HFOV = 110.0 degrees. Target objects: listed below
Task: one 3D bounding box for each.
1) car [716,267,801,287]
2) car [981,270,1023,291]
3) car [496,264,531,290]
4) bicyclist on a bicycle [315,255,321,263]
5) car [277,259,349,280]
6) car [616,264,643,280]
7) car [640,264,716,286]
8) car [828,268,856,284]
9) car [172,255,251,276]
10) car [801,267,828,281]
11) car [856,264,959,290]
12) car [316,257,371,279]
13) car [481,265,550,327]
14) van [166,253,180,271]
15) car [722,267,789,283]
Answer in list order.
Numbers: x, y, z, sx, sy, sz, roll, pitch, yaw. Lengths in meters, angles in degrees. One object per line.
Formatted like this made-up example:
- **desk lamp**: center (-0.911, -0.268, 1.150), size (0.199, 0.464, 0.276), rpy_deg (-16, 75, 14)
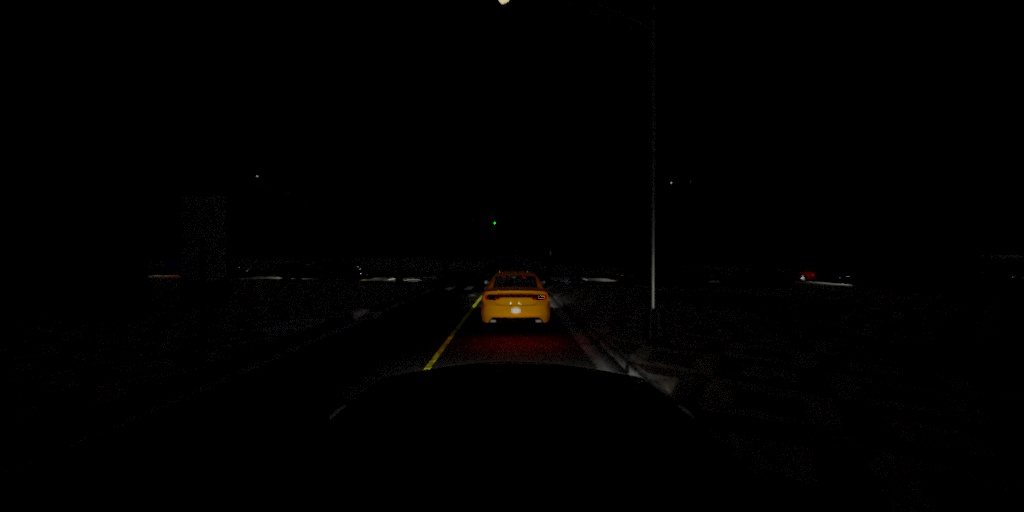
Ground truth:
- **car**: center (17.943, 1.545, 26.361), size (4.829, 1.417, 1.751), rpy_deg (0, 0, 0)
- **car**: center (34.704, 1.838, 26.356), size (4.507, 1.381, 1.888), rpy_deg (0, 0, 0)
- **car**: center (0.102, 1.274, 23.732), size (2.033, 1.411, 5.357), rpy_deg (0, 0, 0)
- **bicyclist on a bicycle**: center (-20.487, 0.743, 37.769), size (0.582, 1.620, 1.656), rpy_deg (1, 0, 0)
- **car**: center (-14.776, 1.091, 26.274), size (4.403, 1.370, 2.007), rpy_deg (0, 0, 0)
- **car**: center (11.887, 1.425, 32.220), size (4.892, 1.490, 1.837), rpy_deg (1, 0, 0)
- **car**: center (12.131, 1.499, 26.362), size (4.313, 1.339, 1.948), rpy_deg (0, 0, 0)
- **car**: center (31.871, 1.742, 32.204), size (4.892, 1.490, 1.837), rpy_deg (1, 0, 0)
- **car**: center (-23.893, 0.902, 29.035), size (4.902, 1.511, 2.128), rpy_deg (1, 0, 0)
- **car**: center (29.071, 1.732, 34.883), size (4.507, 1.381, 1.888), rpy_deg (0, 0, 0)
- **car**: center (29.061, 1.515, 26.357), size (5.009, 1.841, 2.192), rpy_deg (0, 0, 0)
- **car**: center (-13.895, 0.901, 28.986), size (4.553, 1.767, 2.097), rpy_deg (1, 0, 1)
- **car**: center (0.100, 1.217, 11.514), size (1.882, 1.535, 5.008), rpy_deg (0, 0, 0)
- **van**: center (-31.141, 0.646, 34.805), size (3.998, 1.789, 1.690), rpy_deg (0, 0, 0)
- **car**: center (21.805, 1.675, 32.216), size (4.718, 1.301, 1.895), rpy_deg (1, 0, 0)
